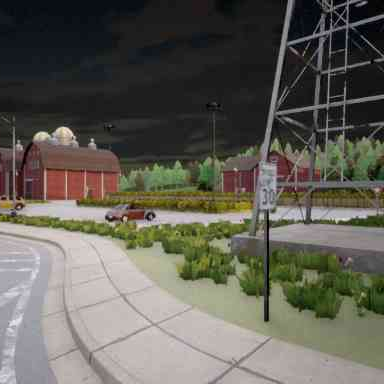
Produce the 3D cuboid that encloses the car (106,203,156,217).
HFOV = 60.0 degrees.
[{"bbox_3d":[-4.637,1.521,25.422,1.784,1.438,3.905,0,0,39],"label":"car"}]

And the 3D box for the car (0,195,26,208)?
[{"bbox_3d":[-22.257,1.310,39.383,1.932,1.855,4.605,0,0,39],"label":"car"}]
